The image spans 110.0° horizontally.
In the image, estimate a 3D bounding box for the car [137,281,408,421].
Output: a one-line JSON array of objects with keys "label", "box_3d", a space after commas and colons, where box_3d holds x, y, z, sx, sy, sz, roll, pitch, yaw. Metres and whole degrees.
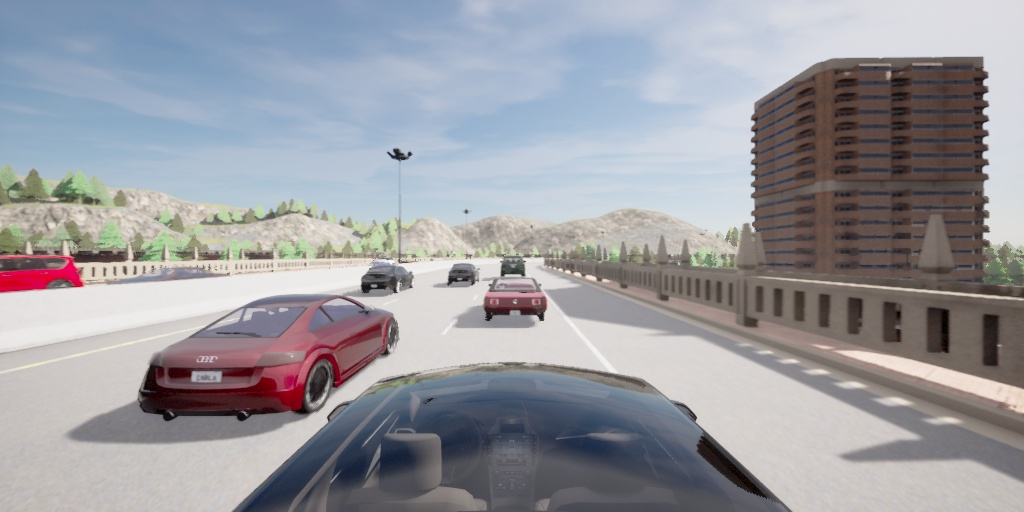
[{"label": "car", "box_3d": [-3.403, 1.314, 6.000, 1.994, 1.385, 4.181, 0, 0, 0]}]

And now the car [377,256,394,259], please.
[{"label": "car", "box_3d": [-21.024, 1.079, 59.006, 2.150, 2.045, 5.566, 0, 0, 0]}]

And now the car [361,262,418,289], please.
[{"label": "car", "box_3d": [-6.910, 1.256, 20.366, 1.837, 1.490, 4.892, 0, 0, 0]}]

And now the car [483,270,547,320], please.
[{"label": "car", "box_3d": [0.095, 1.351, 12.547, 1.895, 1.301, 4.718, 0, 0, 0]}]

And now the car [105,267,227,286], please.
[{"label": "car", "box_3d": [-17.600, 1.298, 18.731, 2.033, 1.411, 5.357, 0, 0, 0]}]

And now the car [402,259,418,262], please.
[{"label": "car", "box_3d": [-17.522, 1.153, 60.799, 1.895, 1.301, 4.718, 0, 0, 0]}]

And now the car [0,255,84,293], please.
[{"label": "car", "box_3d": [-21.103, 0.972, 14.377, 2.150, 2.045, 5.566, 0, 0, 0]}]

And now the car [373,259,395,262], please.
[{"label": "car", "box_3d": [-14.062, 1.299, 37.764, 2.033, 1.411, 5.357, 0, 0, 1]}]

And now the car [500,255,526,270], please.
[{"label": "car", "box_3d": [0.087, 0.973, 32.306, 2.150, 2.045, 5.566, 0, 0, 0]}]

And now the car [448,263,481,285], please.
[{"label": "car", "box_3d": [-3.411, 1.256, 25.796, 1.837, 1.490, 4.892, 0, 0, 0]}]
